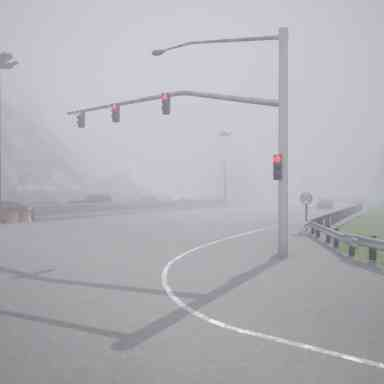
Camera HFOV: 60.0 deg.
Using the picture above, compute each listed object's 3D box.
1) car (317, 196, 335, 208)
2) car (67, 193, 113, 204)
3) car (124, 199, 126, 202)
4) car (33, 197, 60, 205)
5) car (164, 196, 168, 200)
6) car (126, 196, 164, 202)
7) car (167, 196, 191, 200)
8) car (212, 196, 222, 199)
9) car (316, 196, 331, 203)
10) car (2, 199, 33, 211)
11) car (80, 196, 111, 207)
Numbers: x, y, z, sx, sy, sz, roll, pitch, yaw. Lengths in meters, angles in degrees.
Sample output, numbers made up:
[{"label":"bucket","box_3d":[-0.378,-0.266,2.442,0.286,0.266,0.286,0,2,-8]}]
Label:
[{"label":"car","box_3d":[18.728,1.552,46.539,1.994,1.385,4.181,0,0,28]},{"label":"car","box_3d":[-11.492,1.161,37.741,2.150,2.045,5.566,0,0,33]},{"label":"car","box_3d":[-10.058,1.522,59.865,1.895,1.301,4.718,0,0,29]},{"label":"car","box_3d":[-19.907,1.409,44.062,2.128,1.511,4.902,0,0,33]},{"label":"car","box_3d":[-5.487,1.468,69.158,2.033,1.411,5.357,0,0,22]},{"label":"car","box_3d":[-6.434,1.293,45.769,2.097,1.767,4.553,0,0,32]},{"label":"car","box_3d":[-1.534,1.544,53.749,1.895,1.301,4.718,0,0,30]},{"label":"car","box_3d":[5.335,1.506,68.504,1.994,1.385,4.181,0,0,19]},{"label":"car","box_3d":[27.271,1.523,69.129,2.033,1.411,5.357,0,0,11]},{"label":"car","box_3d":[-16.989,1.442,29.140,1.837,1.490,4.892,0,0,33]},{"label":"car","box_3d":[-14.942,1.445,51.898,1.812,1.442,4.674,0,0,32]}]
